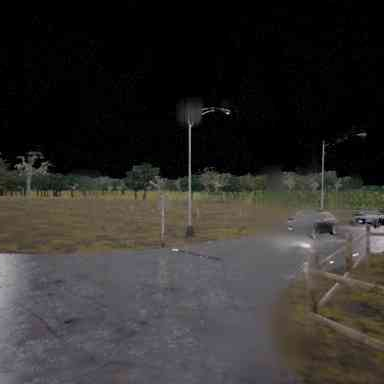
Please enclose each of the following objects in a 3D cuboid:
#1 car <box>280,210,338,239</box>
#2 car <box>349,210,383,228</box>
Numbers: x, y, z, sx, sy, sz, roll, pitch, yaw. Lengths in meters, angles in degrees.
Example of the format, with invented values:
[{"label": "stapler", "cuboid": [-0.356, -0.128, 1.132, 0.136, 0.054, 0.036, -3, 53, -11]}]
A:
[{"label": "car", "cuboid": [7.172, 1.888, 20.094, 4.892, 1.490, 1.837, 2, -1, -45]}, {"label": "car", "cuboid": [14.746, 2.189, 27.649, 4.181, 1.385, 1.994, 2, -1, -44]}]
